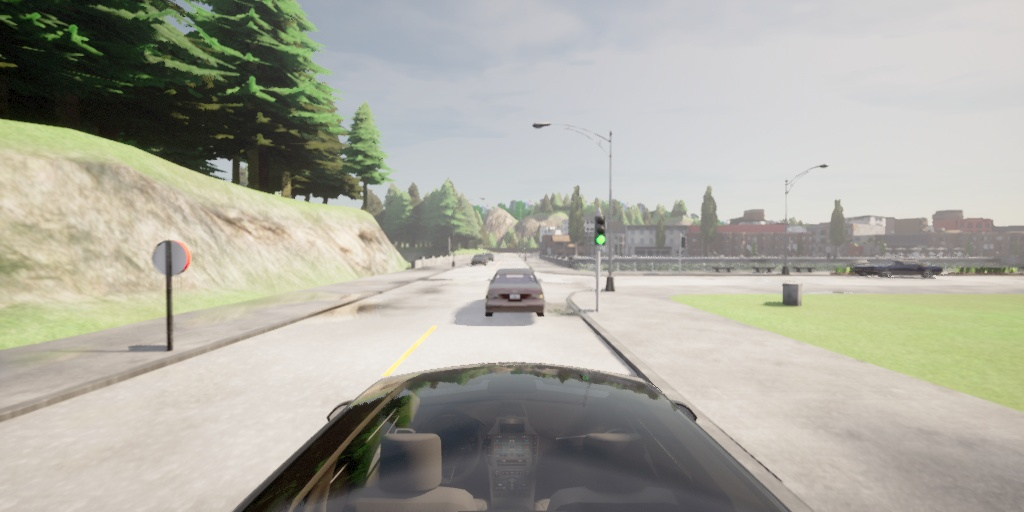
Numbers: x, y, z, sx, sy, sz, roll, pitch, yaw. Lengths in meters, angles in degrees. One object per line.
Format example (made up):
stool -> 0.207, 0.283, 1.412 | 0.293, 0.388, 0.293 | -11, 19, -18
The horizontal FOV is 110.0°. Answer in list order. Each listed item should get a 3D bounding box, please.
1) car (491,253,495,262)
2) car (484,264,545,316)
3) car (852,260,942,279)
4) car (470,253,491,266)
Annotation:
car -> -4.048, 0.208, 61.186 | 1.837, 1.490, 4.892 | 0, 1, 1
car -> 0.099, 1.111, 12.297 | 2.033, 1.411, 5.357 | 0, 1, 0
car -> 27.458, 0.928, 25.696 | 4.718, 1.301, 1.895 | 0, 1, 0
car -> -4.094, 0.489, 45.212 | 1.837, 1.490, 4.892 | 0, 1, 0
